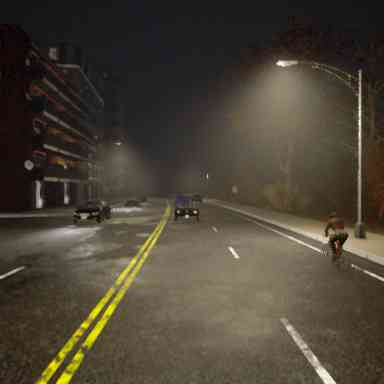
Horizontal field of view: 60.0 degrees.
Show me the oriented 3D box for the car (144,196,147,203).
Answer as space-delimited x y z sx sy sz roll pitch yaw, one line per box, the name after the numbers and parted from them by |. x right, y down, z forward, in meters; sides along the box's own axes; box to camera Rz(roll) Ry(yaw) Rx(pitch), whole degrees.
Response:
-9.415 1.305 62.016 1.895 1.301 4.718 0 0 -5 | car

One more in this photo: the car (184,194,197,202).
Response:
-0.344 1.176 69.818 2.128 1.511 4.902 0 0 -6 | car

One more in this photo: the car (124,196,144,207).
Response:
-8.194 1.387 46.007 1.895 1.301 4.718 0 0 -4 | car

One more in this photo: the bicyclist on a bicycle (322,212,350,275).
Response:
4.050 1.407 9.399 0.582 1.620 1.656 0 0 -1 | bicyclist on a bicycle

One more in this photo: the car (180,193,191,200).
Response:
-1.511 1.119 80.435 2.128 1.511 4.902 0 0 -7 | car

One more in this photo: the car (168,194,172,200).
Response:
-4.713 1.196 79.846 1.895 1.301 4.718 0 0 -7 | car

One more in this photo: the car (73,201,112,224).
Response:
-7.069 1.385 23.955 2.128 1.511 4.902 0 0 -2 | car

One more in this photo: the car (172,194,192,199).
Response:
-1.466 1.261 45.402 1.882 1.535 5.008 0 0 -4 | car

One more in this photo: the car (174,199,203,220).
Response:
-0.455 1.477 26.479 1.895 1.301 4.718 0 0 -2 | car

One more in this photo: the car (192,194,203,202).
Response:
0.813 1.218 58.270 1.837 1.490 4.892 0 0 -5 | car
